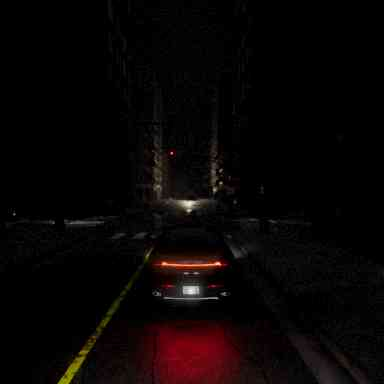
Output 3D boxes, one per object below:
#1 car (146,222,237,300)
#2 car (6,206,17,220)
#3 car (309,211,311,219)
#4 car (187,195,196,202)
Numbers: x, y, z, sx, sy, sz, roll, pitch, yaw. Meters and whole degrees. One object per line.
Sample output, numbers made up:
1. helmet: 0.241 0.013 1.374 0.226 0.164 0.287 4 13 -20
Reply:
1. car: -0.017 1.506 8.357 1.837 1.490 4.892 0 0 0
2. car: -15.269 1.312 24.049 4.902 1.511 2.128 1 0 1
3. car: 12.298 1.722 27.511 5.008 1.535 1.882 1 0 -1
4. car: -0.174 1.492 82.408 2.097 1.767 4.553 0 0 0
